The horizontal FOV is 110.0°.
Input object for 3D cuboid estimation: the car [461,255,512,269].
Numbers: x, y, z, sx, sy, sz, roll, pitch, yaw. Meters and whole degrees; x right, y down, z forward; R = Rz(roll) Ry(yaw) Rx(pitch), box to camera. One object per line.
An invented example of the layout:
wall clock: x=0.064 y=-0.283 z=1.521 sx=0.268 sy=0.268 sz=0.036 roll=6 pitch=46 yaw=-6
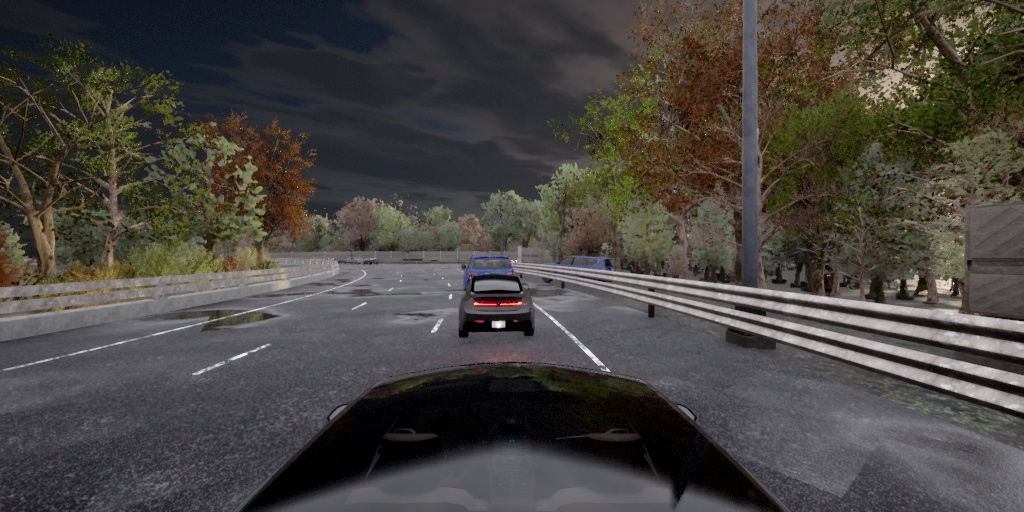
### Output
car: x=-1.188 y=0.971 z=17.097 sx=2.150 sy=2.045 sz=5.566 roll=0 pitch=0 yaw=-9

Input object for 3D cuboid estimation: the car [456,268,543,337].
car: x=-0.519 y=1.254 z=10.288 sx=1.837 sy=1.490 sz=4.892 roll=0 pitch=0 yaw=-5

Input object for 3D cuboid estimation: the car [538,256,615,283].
car: x=4.598 y=0.997 z=25.716 sx=5.566 sy=2.045 sz=2.150 roll=4 pitch=1 yaw=35
